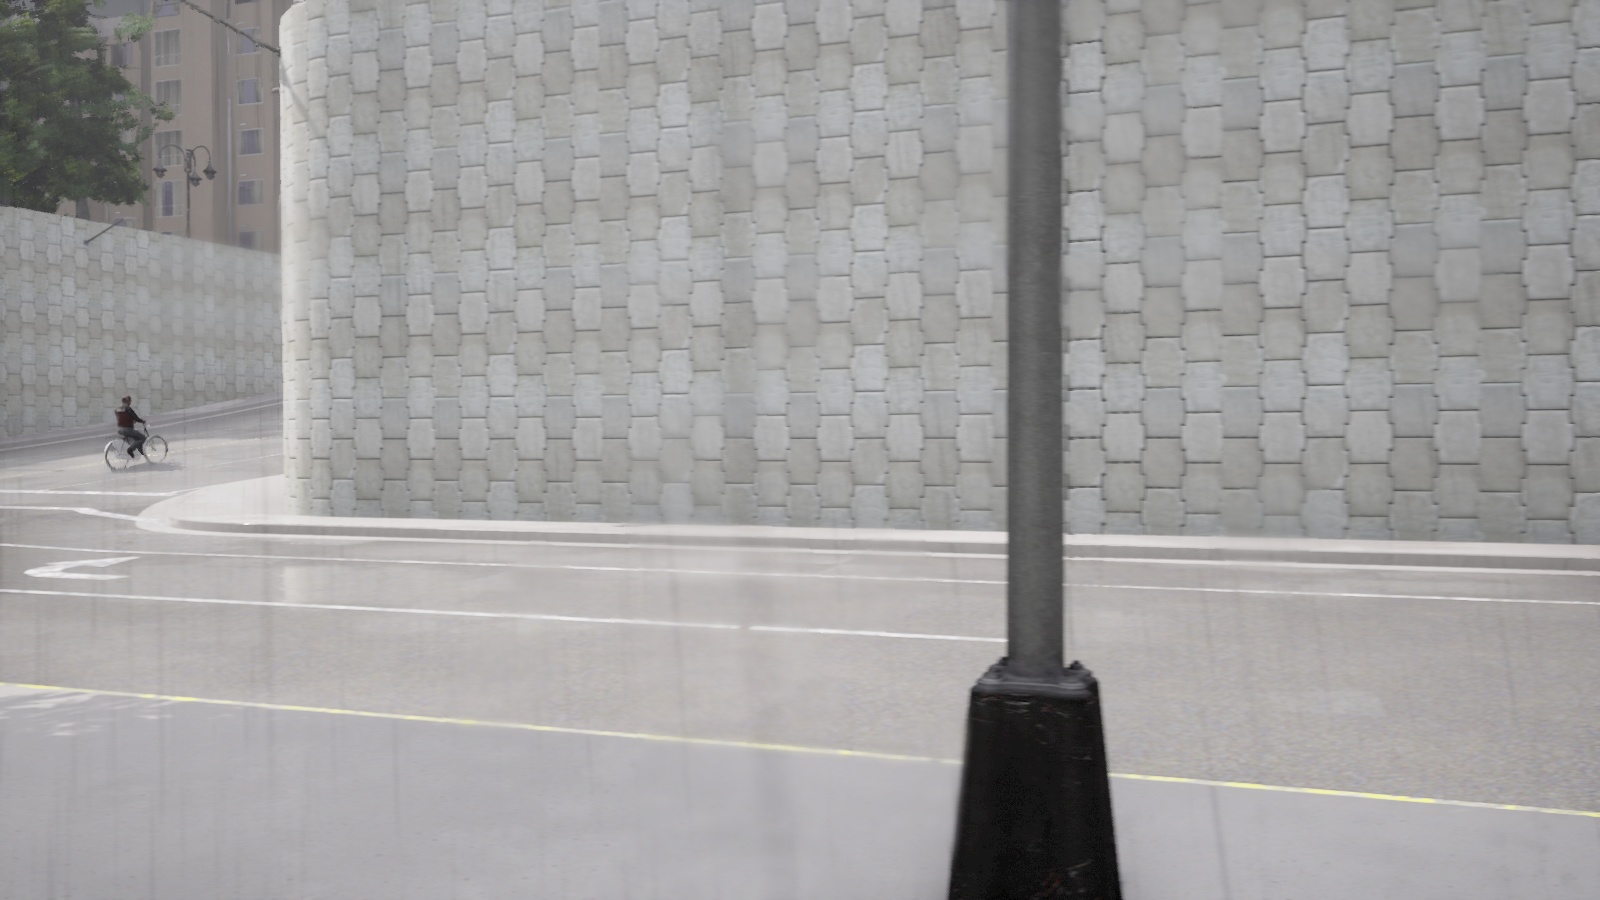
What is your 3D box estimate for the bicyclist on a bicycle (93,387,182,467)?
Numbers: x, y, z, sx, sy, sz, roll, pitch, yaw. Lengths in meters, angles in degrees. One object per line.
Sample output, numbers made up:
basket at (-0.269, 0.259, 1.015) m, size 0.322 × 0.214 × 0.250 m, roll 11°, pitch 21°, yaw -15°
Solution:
bicyclist on a bicycle at (-16.019, -0.583, 30.431) m, size 0.659 × 1.776 × 1.843 m, roll 1°, pitch 7°, yaw 18°
